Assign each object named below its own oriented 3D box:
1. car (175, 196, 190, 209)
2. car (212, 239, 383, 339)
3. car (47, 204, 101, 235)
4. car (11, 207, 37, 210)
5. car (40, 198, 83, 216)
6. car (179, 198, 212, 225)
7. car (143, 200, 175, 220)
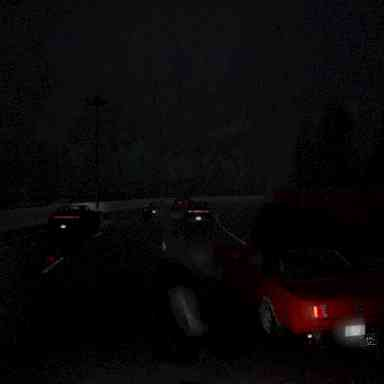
[{"bbox_3d":[-0.980,1.332,42.176,2.097,1.767,4.553,0,0,12],"label":"car"},{"bbox_3d":[1.809,1.596,6.705,1.895,1.301,4.718,0,0,-11],"label":"car"},{"bbox_3d":[-6.518,1.486,18.903,2.128,1.511,4.902,0,0,-3],"label":"car"},{"bbox_3d":[-16.598,1.484,34.510,2.128,1.511,4.902,0,0,7],"label":"car"},{"bbox_3d":[-13.164,1.469,33.864,1.882,1.535,5.008,0,0,7],"label":"car"},{"bbox_3d":[0.412,1.481,23.983,2.128,1.511,4.902,0,0,0],"label":"car"},{"bbox_3d":[-2.906,1.551,28.377,1.994,1.385,4.181,0,0,2],"label":"car"}]
